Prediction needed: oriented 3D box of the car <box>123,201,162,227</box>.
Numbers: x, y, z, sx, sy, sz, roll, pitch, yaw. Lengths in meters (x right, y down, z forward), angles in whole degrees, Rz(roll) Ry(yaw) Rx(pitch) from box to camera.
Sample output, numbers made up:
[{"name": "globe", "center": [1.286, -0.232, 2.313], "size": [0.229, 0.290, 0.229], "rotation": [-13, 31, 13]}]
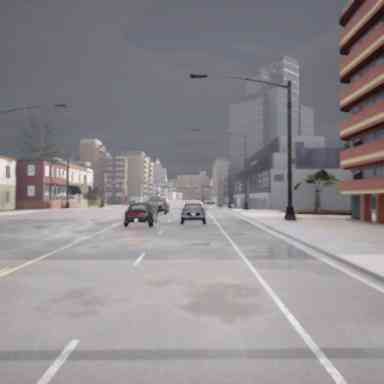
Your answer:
[{"name": "car", "center": [-3.417, 1.492, 22.817], "size": [1.837, 1.490, 4.892], "rotation": [0, 0, 0]}]

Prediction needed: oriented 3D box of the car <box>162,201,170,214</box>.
[{"name": "car", "center": [-3.425, 1.627, 35.800], "size": [2.033, 1.411, 5.357], "rotation": [0, -1, 1]}]

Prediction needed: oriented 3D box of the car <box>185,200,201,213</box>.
[{"name": "car", "center": [0.098, 1.687, 39.971], "size": [1.812, 1.442, 4.674], "rotation": [0, -1, 0]}]

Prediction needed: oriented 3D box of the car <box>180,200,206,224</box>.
[{"name": "car", "center": [0.093, 1.537, 24.705], "size": [2.033, 1.411, 5.357], "rotation": [0, 0, 0]}]
